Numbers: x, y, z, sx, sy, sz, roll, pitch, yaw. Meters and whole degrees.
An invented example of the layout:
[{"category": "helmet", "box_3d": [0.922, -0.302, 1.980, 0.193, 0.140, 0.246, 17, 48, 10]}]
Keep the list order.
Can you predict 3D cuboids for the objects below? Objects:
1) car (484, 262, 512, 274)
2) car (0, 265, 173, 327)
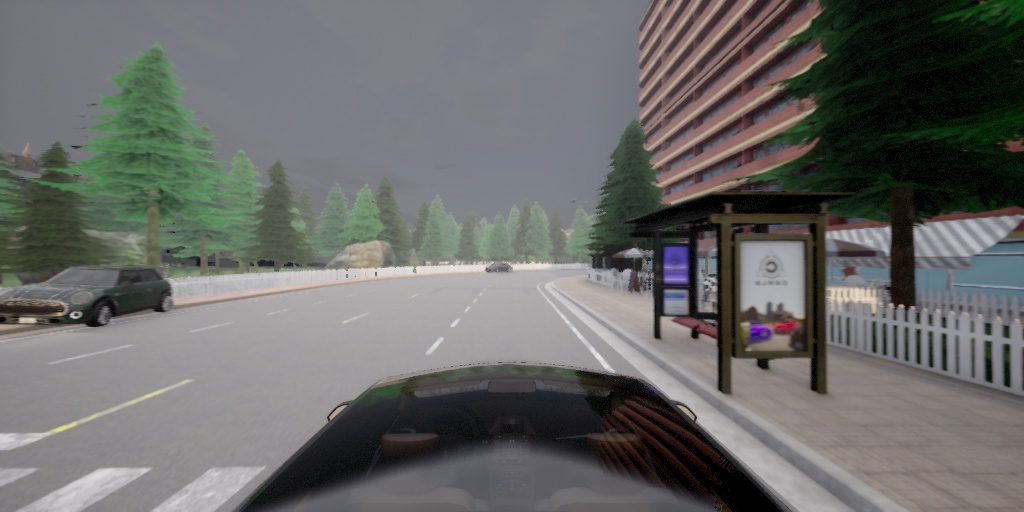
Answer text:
[{"category": "car", "box_3d": [-1.888, 1.651, 49.839, 1.837, 1.490, 4.892, -1, 0, 33]}, {"category": "car", "box_3d": [-13.279, 1.109, 11.526, 2.097, 1.767, 4.553, 5, -2, -17]}]
